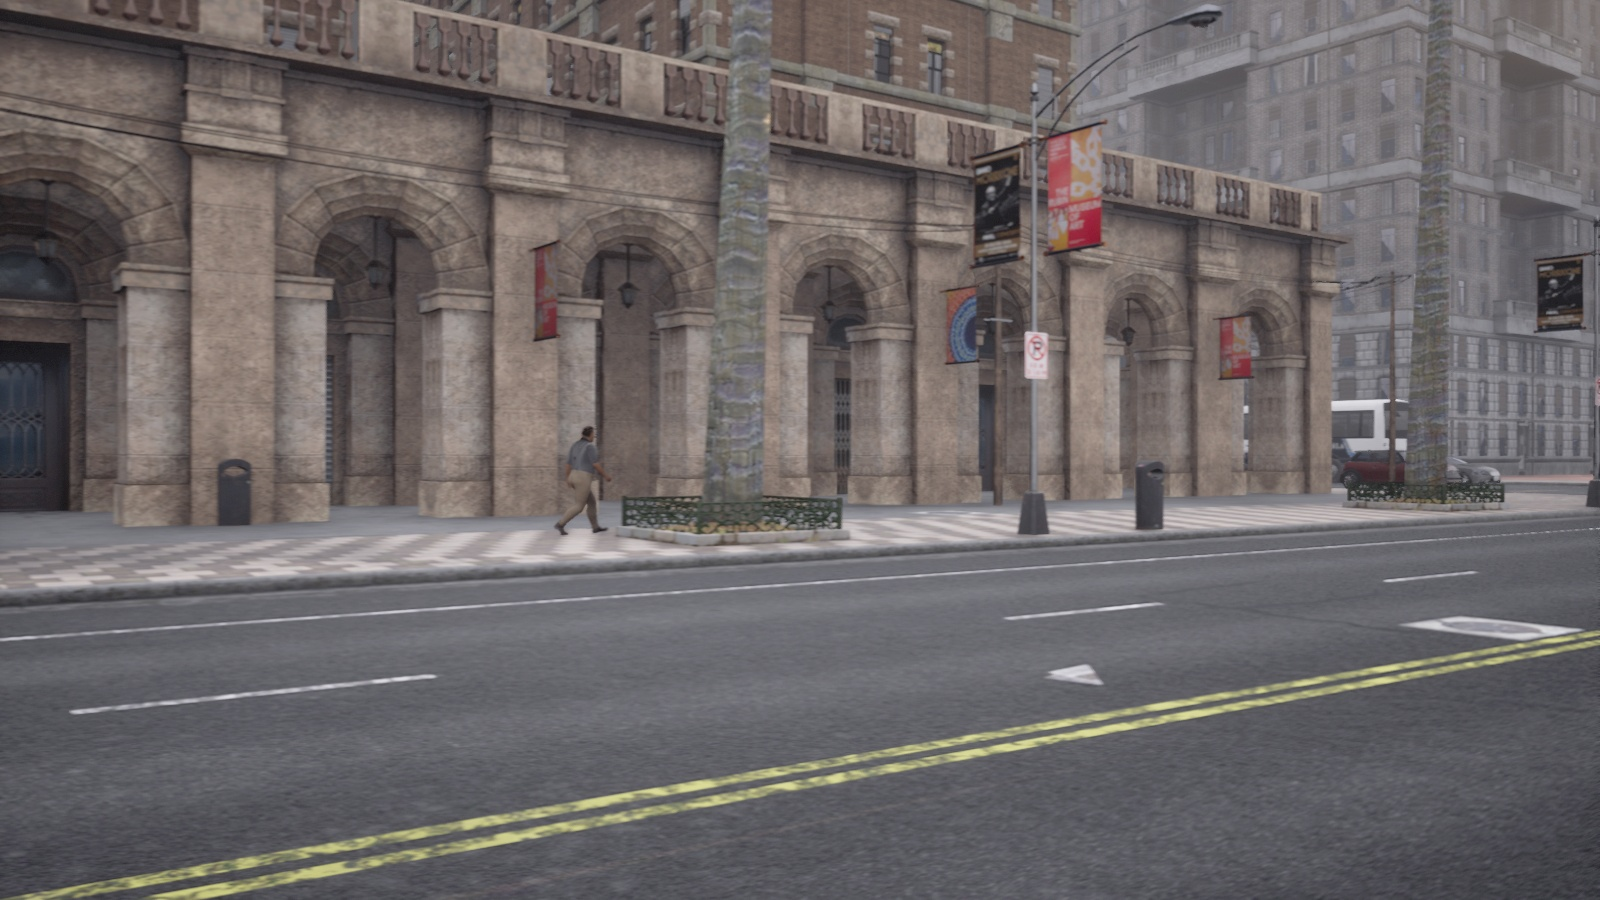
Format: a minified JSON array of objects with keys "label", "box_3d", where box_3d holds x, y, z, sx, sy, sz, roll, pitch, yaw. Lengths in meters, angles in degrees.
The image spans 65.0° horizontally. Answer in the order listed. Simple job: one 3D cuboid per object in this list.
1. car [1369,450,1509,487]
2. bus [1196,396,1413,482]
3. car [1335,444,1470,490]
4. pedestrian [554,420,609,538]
[{"label":"car","box_3d":[27.276,0.774,53.773,2.128,1.511,4.902,0,0,-35]},{"label":"bus","box_3d":[26.650,-0.526,66.985,3.944,4.253,10.273,0,0,-35]},{"label":"car","box_3d":[24.622,0.676,51.466,2.097,1.767,4.553,0,0,-34]},{"label":"pedestrian","box_3d":[-3.524,0.458,20.236,0.694,1.848,0.540,0,0,-36]}]
